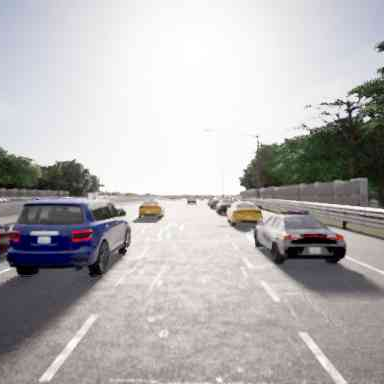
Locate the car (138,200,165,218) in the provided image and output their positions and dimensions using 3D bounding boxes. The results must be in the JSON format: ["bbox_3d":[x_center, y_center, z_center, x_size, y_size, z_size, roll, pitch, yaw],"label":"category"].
[{"bbox_3d":[-3.407,1.392,28.740,1.882,1.535,5.008,0,0,0],"label":"car"}]

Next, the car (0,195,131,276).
[{"bbox_3d":[-3.403,1.187,10.344,2.150,2.045,5.566,0,0,0],"label":"car"}]

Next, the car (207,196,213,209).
[{"bbox_3d":[3.488,1.480,44.933,2.163,1.488,4.792,0,0,0],"label":"car"}]

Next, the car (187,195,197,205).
[{"bbox_3d":[-0.025,1.817,65.512,1.895,1.301,4.718,0,-1,0],"label":"car"}]

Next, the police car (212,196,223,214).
[{"bbox_3d":[3.491,1.427,33.889,2.038,1.542,4.974,0,0,0],"label":"police car"}]

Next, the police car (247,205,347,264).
[{"bbox_3d":[3.496,1.464,11.853,2.038,1.542,4.974,0,0,0],"label":"police car"}]

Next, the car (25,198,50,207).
[{"bbox_3d":[-24.558,1.614,53.091,1.994,1.385,4.181,0,-1,1],"label":"car"}]

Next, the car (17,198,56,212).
[{"bbox_3d":[-17.596,1.427,37.859,2.128,1.511,4.902,0,0,0],"label":"car"}]

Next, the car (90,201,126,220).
[{"bbox_3d":[-6.908,1.478,27.839,1.994,1.385,4.181,0,0,0],"label":"car"}]

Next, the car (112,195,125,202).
[{"bbox_3d":[-17.519,1.500,79.194,1.882,1.535,5.008,0,-1,0],"label":"car"}]

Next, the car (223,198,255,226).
[{"bbox_3d":[3.494,1.398,22.871,1.882,1.535,5.008,0,0,0],"label":"car"}]

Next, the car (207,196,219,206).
[{"bbox_3d":[3.486,1.540,56.106,1.801,1.575,5.366,0,-1,0],"label":"car"}]
